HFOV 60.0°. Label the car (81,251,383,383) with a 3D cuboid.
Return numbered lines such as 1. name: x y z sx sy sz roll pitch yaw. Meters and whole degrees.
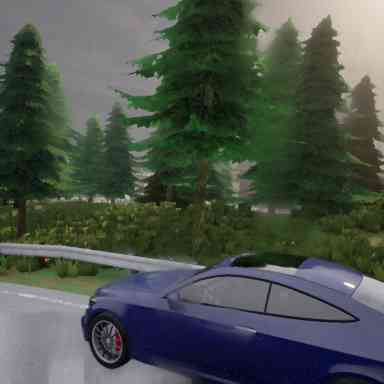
1. car: 0.726 1.500 4.117 4.674 1.442 1.812 1 1 31
